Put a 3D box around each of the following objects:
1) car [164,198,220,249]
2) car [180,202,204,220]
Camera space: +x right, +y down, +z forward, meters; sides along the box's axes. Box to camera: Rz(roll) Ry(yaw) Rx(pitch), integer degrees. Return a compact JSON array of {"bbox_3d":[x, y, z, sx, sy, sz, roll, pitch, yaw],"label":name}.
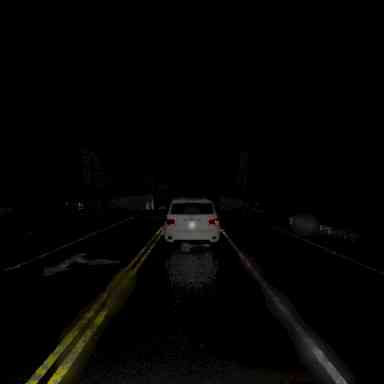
[{"bbox_3d":[0.000,1.257,14.680,2.150,2.045,5.566,0,0,0],"label":"car"},{"bbox_3d":[0.000,1.615,29.680,1.895,1.301,4.718,0,0,0],"label":"car"}]
